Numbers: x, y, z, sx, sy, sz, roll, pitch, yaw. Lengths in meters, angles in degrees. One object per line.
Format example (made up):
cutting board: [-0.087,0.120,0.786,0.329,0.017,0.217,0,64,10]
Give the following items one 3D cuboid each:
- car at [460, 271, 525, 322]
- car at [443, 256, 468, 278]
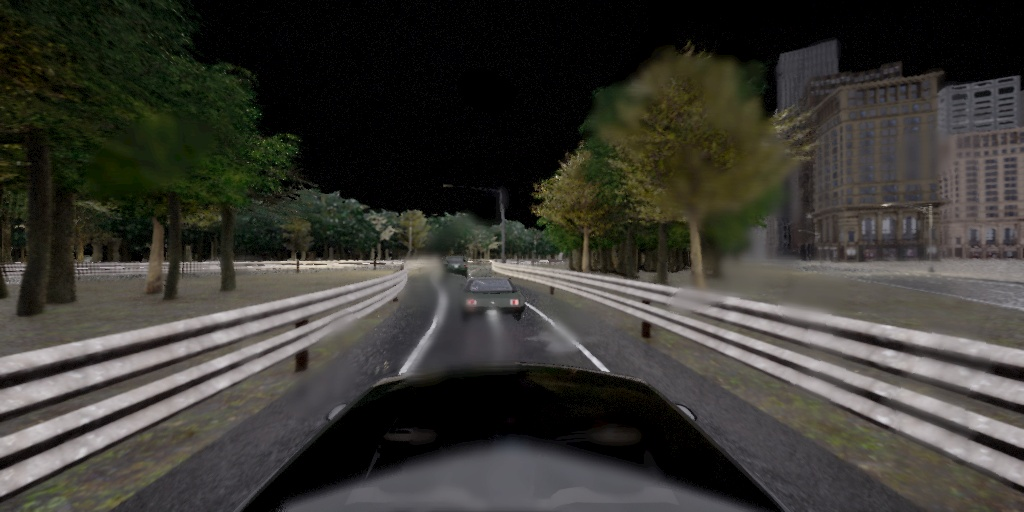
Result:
car: [-0.809,1.396,12.620,1.895,1.301,4.718,0,0,-7]
car: [-5.453,1.022,34.651,2.150,2.045,5.566,0,1,-10]
